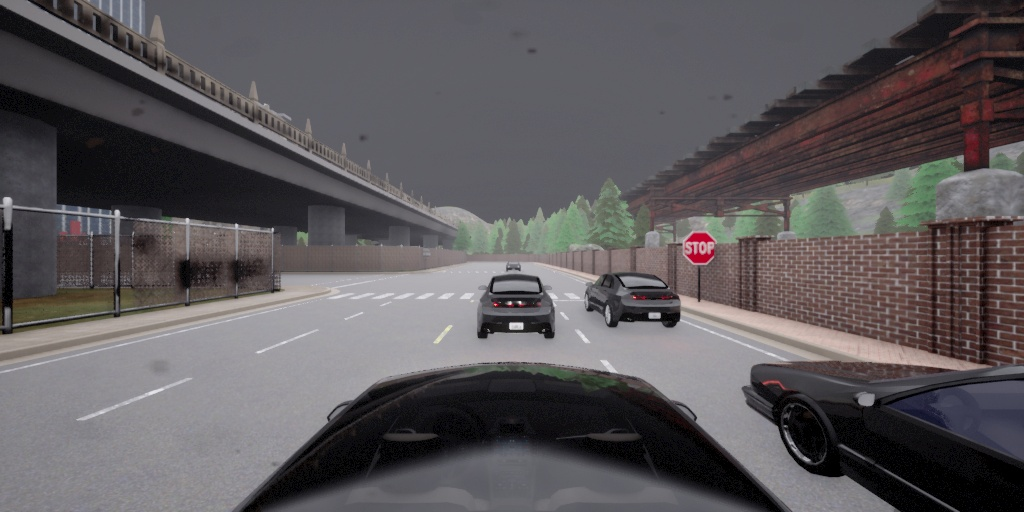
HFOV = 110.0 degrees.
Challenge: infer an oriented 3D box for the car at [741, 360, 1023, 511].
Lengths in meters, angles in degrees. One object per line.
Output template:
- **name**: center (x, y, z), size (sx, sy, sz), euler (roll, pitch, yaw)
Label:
- **car**: center (3.600, 1.297, 1.697), size (2.033, 1.411, 5.357), euler (0, 0, 0)

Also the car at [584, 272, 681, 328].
- **car**: center (3.596, 1.255, 11.443), size (1.837, 1.490, 4.892), euler (0, 0, 0)

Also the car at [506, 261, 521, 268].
- **car**: center (0.166, 1.350, 46.354), size (1.895, 1.301, 4.718), euler (0, 0, -1)

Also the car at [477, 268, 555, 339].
- **car**: center (0.095, 1.255, 10.083), size (1.837, 1.490, 4.892), euler (0, 0, 0)
